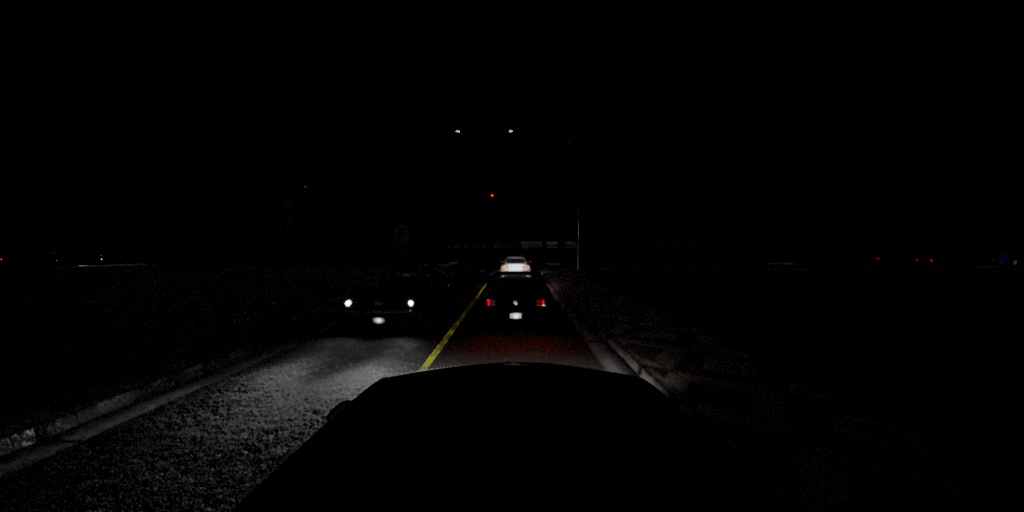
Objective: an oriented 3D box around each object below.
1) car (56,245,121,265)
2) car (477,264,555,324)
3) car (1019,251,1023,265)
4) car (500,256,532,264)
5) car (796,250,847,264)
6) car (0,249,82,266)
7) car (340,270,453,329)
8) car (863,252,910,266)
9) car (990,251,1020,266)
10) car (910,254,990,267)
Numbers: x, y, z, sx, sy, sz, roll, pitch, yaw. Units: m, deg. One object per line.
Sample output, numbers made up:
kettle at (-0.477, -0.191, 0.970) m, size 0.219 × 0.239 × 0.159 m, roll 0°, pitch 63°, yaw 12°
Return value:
car at (-45.241, -0.119, 38.146) m, size 5.566 × 2.045 × 2.150 m, roll 0°, pitch 2°, yaw -1°
car at (0.153, 1.087, 10.821) m, size 1.895 × 1.301 × 4.718 m, roll 0°, pitch 2°, yaw 1°
car at (52.014, 0.365, 34.029) m, size 4.674 × 1.442 × 1.812 m, roll 0°, pitch 2°, yaw 1°
car at (0.228, 0.692, 21.892) m, size 1.812 × 1.442 × 4.674 m, roll 0°, pitch 2°, yaw 1°
car at (35.210, 0.104, 40.838) m, size 4.902 × 1.511 × 2.128 m, roll 0°, pitch 2°, yaw 1°
car at (-46.086, 0.312, 34.889) m, size 5.357 × 1.411 × 2.033 m, roll 0°, pitch 2°, yaw -1°
car at (-3.023, 1.100, 10.377) m, size 1.895 × 1.301 × 4.718 m, roll 0°, pitch 2°, yaw 1°
car at (40.041, 0.274, 37.413) m, size 5.357 × 1.411 × 2.033 m, roll 0°, pitch 2°, yaw 1°
car at (52.474, 0.208, 37.270) m, size 5.008 × 1.535 × 1.882 m, roll 0°, pitch 2°, yaw 1°
car at (41.591, 0.437, 34.132) m, size 4.718 × 1.301 × 1.895 m, roll 0°, pitch 2°, yaw 1°
